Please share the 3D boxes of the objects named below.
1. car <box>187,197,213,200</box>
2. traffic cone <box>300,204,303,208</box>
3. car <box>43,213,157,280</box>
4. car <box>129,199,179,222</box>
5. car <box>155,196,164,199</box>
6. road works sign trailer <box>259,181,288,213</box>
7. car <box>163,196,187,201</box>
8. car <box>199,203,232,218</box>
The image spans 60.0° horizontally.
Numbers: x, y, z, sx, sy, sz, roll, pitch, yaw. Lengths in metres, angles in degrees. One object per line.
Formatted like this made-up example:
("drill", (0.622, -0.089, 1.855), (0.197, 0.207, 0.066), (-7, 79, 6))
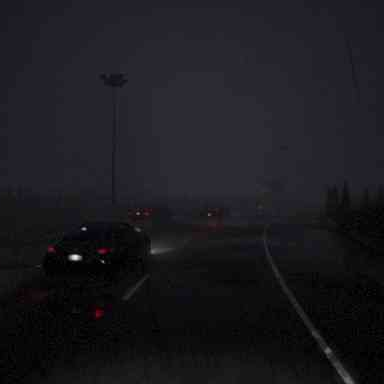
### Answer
("car", (1.907, 1.499, 53.129), (2.128, 1.511, 4.902), (0, 0, 33))
("traffic cone", (16.111, 2.010, 49.043), (0.340, 0.580, 0.340), (0, 0, 30))
("car", (-2.593, 1.555, 10.015), (1.994, 1.385, 4.181), (0, 0, 6))
("car", (-3.001, 1.538, 25.394), (2.033, 1.411, 5.357), (0, 0, 17))
("car", (-4.955, 1.461, 55.384), (1.882, 1.535, 5.008), (0, 0, 31))
("road works sign trailer", (9.161, 0.496, 38.048), (2.380, 3.560, 2.880), (0, 0, 30))
("car", (-1.890, 1.487, 53.659), (2.128, 1.511, 4.902), (0, 0, 32))
("car", (2.225, 1.609, 29.996), (1.895, 1.301, 4.718), (0, 0, 20))
